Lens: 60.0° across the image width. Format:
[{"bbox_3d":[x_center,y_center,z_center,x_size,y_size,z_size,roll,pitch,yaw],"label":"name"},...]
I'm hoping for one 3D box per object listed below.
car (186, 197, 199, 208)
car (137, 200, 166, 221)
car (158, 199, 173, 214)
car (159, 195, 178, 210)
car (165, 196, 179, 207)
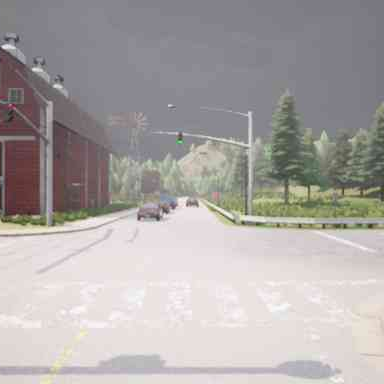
[{"bbox_3d":[0.060,1.638,55.335,2.097,1.767,4.553,0,0,0],"label":"car"},{"bbox_3d":[-3.569,1.675,28.926,1.812,1.442,4.674,0,0,0],"label":"car"},{"bbox_3d":[-3.559,1.798,38.087,1.895,1.301,4.718,0,0,0],"label":"car"},{"bbox_3d":[-3.537,1.469,47.945,2.150,2.045,5.566,0,0,1],"label":"car"},{"bbox_3d":[-3.500,1.652,58.024,2.097,1.767,4.553,0,0,0],"label":"car"}]
